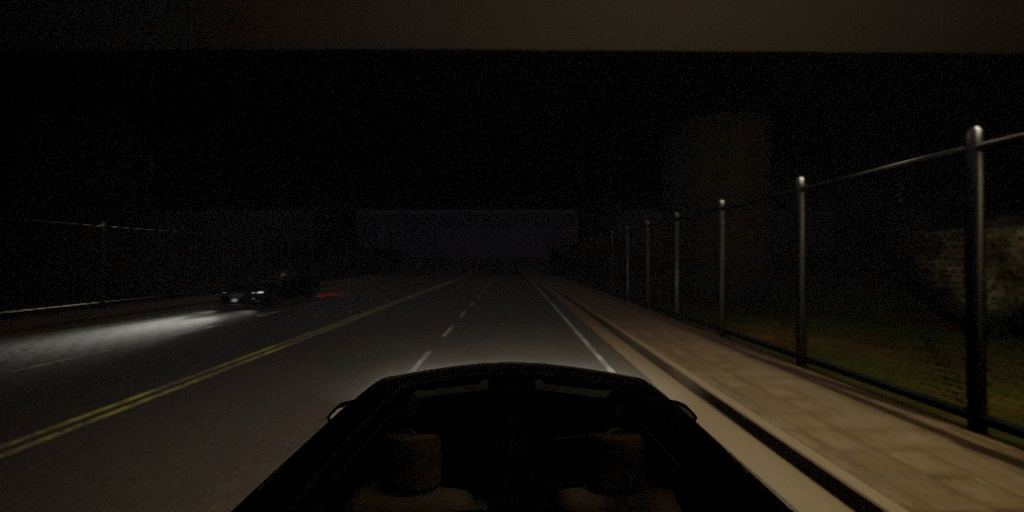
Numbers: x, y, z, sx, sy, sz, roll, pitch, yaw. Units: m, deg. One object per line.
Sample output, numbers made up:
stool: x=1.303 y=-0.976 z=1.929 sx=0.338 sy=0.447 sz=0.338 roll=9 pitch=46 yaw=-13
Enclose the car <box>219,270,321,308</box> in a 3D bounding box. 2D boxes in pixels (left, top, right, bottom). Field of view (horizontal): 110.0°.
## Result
car: x=-10.503 y=1.397 z=16.018 sx=2.128 sy=1.511 sz=4.902 roll=0 pitch=0 yaw=0
